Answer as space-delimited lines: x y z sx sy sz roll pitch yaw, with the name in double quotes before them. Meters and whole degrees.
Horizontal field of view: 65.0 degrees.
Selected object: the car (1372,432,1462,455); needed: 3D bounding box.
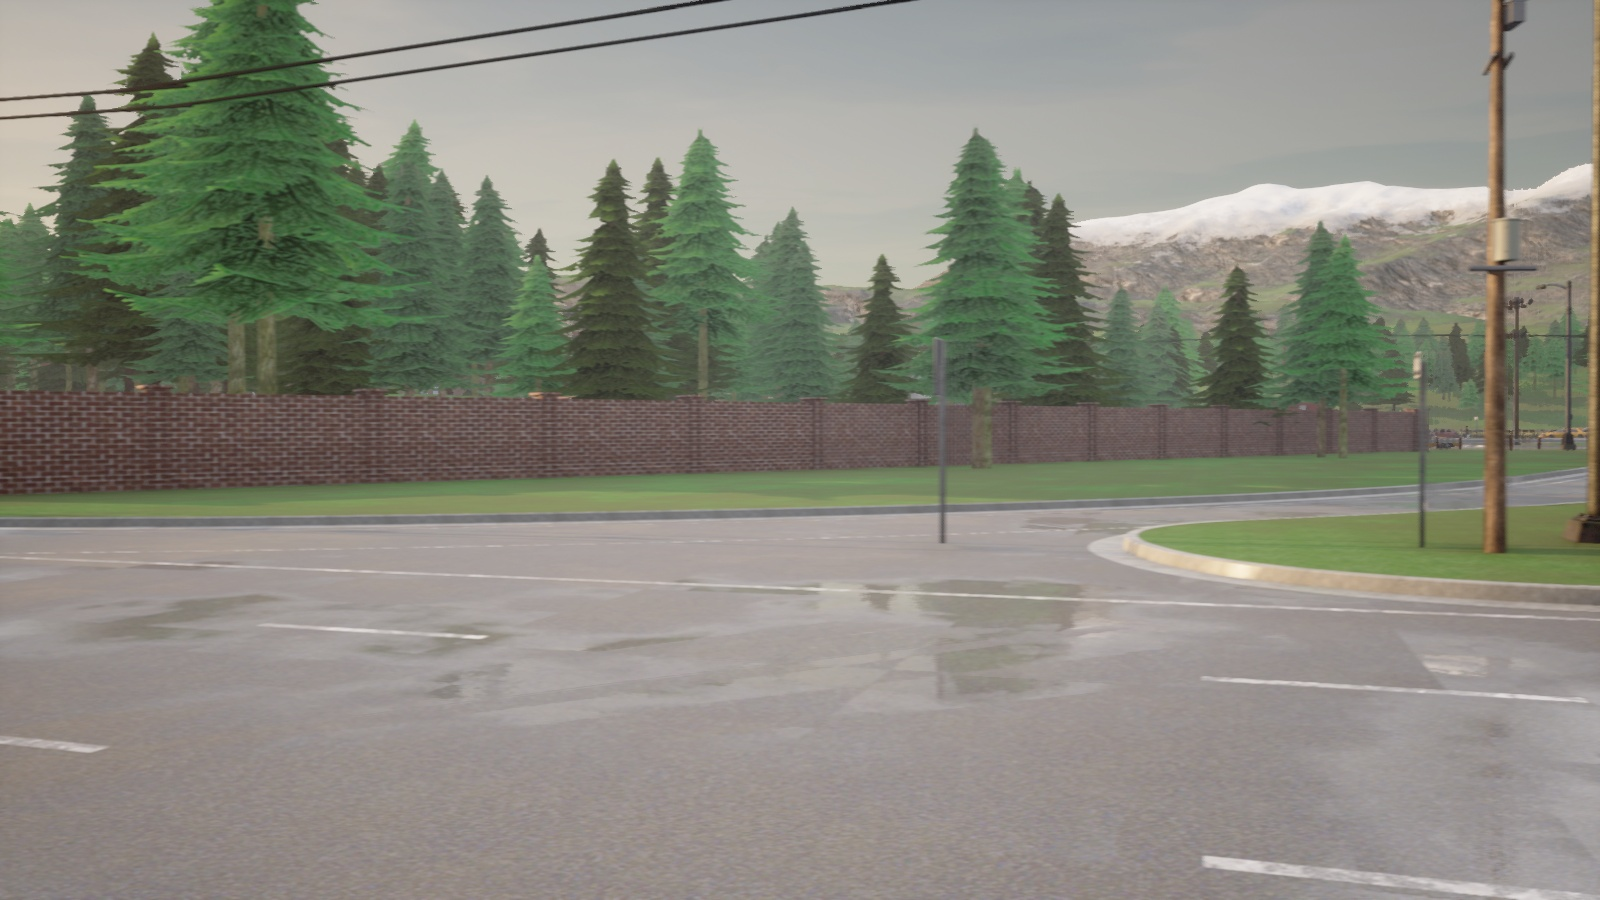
"car" 42.578 -0.460 86.736 5.366 1.575 1.801 1 1 18
